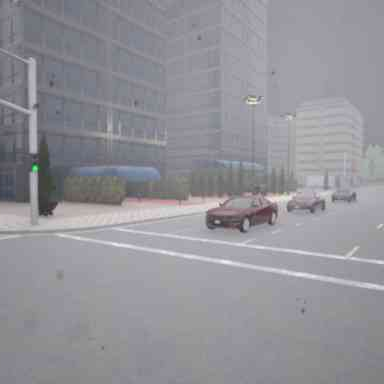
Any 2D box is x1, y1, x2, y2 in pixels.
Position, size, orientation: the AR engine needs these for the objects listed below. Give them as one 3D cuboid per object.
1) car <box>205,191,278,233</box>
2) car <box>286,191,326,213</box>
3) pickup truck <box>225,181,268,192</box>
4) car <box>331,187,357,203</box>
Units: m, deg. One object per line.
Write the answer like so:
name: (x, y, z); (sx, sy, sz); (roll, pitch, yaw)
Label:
car: (2.518, 0.926, 16.101); (1.882, 1.535, 5.008); (1, 2, 35)
car: (8.505, 0.691, 24.483); (1.812, 1.442, 4.674); (1, 3, 36)
pickup truck: (7.444, -0.488, 45.443); (6.274, 2.098, 2.390); (-1, 2, -24)
car: (16.108, 0.308, 35.163); (1.837, 1.490, 4.892); (1, 3, 36)
